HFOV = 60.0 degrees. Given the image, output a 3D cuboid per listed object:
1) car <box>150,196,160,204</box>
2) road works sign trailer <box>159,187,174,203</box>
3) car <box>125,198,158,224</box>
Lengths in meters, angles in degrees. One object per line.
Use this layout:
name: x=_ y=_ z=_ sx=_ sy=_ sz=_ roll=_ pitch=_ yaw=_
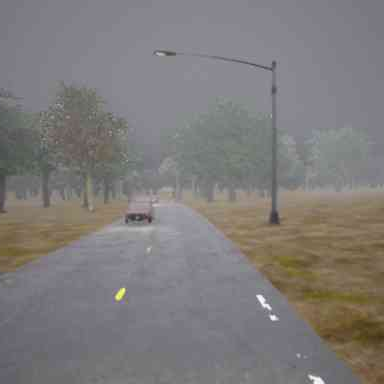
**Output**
car: x=-7.565 y=1.562 z=66.271 sx=2.128 sy=1.511 sz=4.902 roll=0 pitch=0 yaw=-7
road works sign trailer: x=-5.181 y=0.556 z=71.122 sx=2.380 sy=3.560 sz=2.880 roll=0 pitch=0 yaw=-9
car: x=-3.789 y=1.443 z=24.746 sx=1.882 sy=1.535 sz=5.008 roll=0 pitch=0 yaw=-3
